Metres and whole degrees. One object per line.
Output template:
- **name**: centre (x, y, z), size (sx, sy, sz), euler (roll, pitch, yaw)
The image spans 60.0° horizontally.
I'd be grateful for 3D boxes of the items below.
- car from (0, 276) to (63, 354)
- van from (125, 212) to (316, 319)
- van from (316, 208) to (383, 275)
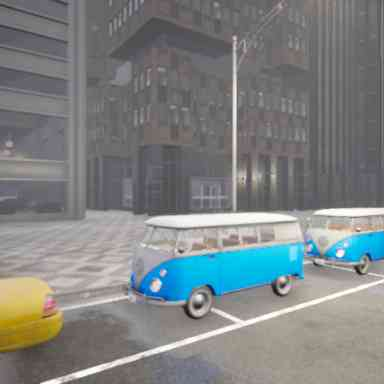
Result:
- **car**: centre (-4.076, 1.516, 3.744), size (4.829, 1.417, 1.752), euler (0, -1, -36)
- **van**: centre (0.655, 1.372, 7.120), size (3.998, 1.788, 1.690), euler (0, -1, -36)
- **van**: centre (5.246, 1.411, 10.396), size (3.998, 1.788, 1.690), euler (0, -1, -36)
